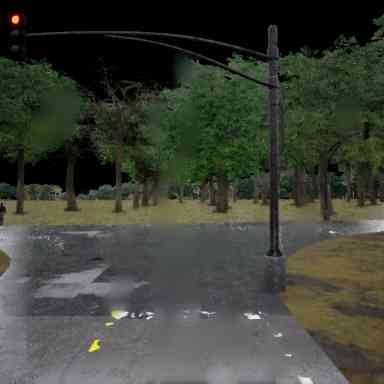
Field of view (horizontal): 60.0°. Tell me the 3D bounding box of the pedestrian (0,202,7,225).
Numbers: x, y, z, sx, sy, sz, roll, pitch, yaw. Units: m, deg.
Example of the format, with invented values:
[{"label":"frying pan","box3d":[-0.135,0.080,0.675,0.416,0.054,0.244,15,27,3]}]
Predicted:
[{"label":"pedestrian","box3d":[-15.242,1.718,26.759,0.375,1.860,0.375,0,-1,0]}]
